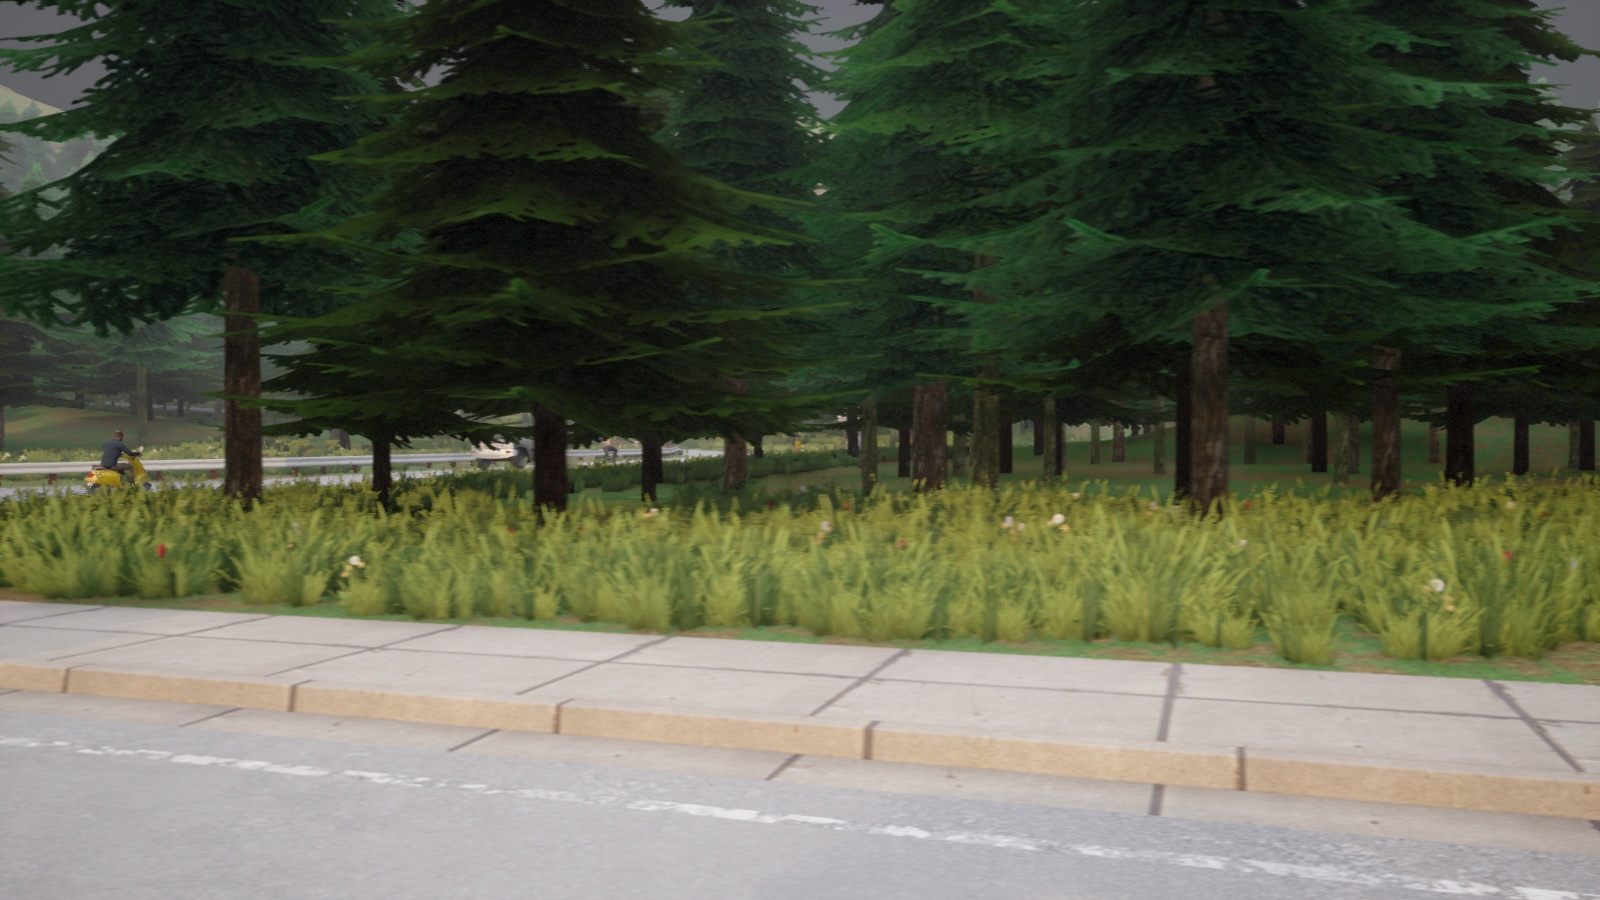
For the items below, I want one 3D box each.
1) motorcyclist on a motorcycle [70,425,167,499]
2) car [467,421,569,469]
[{"bbox_3d":[-15.253,0.245,28.158,0.866,1.590,1.817,1,1,18],"label":"motorcyclist on a motorcycle"},{"bbox_3d":[-11.405,-0.245,51.133,1.932,1.855,4.605,1,1,19],"label":"car"}]
